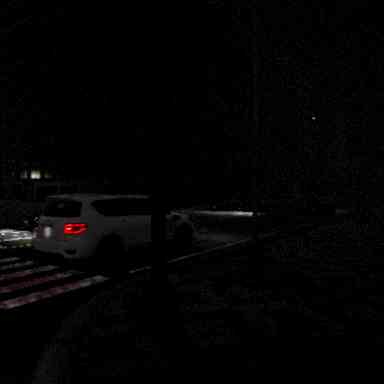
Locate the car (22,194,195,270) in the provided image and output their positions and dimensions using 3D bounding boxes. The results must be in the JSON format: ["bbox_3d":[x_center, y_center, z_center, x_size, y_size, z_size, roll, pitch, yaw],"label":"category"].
[{"bbox_3d":[-2.156,1.069,10.742,2.150,2.045,5.566,0,0,35],"label":"car"}]

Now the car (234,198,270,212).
[{"bbox_3d":[6.492,1.320,34.388,1.994,1.385,4.181,0,0,35],"label":"car"}]

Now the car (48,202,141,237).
[{"bbox_3d":[-5.102,1.356,18.006,1.812,1.442,4.674,0,0,36],"label":"car"}]

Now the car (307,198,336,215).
[{"bbox_3d":[11.819,1.250,30.506,2.128,1.511,4.902,0,0,35],"label":"car"}]

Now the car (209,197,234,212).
[{"bbox_3d":[3.629,1.282,35.975,1.812,1.442,4.674,0,0,35],"label":"car"}]
